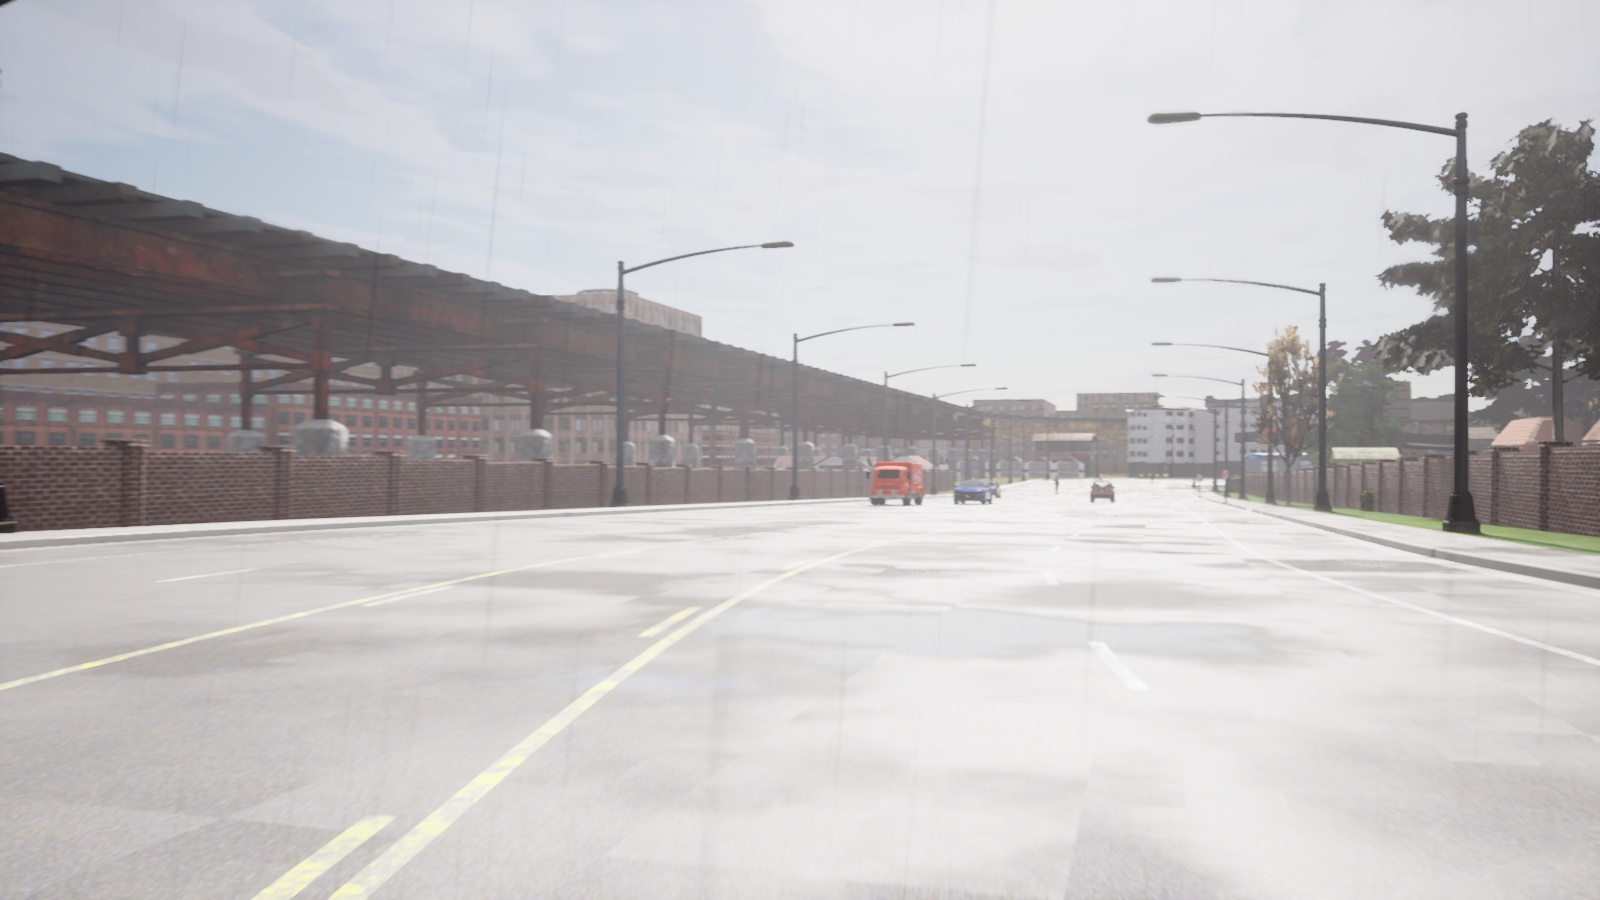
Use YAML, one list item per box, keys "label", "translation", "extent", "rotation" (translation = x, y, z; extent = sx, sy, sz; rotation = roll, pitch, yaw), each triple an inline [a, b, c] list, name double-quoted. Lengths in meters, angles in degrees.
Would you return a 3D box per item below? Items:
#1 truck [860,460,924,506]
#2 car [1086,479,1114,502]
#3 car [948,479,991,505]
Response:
- label: "truck"
  translation: [5.248, 1.874, 71.097]
  extent: [2.627, 2.467, 5.204]
  rotation: [0, -2, 16]
- label: "car"
  translation: [22.076, 2.991, 92.444]
  extent: [1.851, 1.617, 3.988]
  rotation: [0, -2, 16]
- label: "car"
  translation: [10.355, 2.530, 76.409]
  extent: [1.882, 1.535, 5.008]
  rotation: [0, -2, 16]
